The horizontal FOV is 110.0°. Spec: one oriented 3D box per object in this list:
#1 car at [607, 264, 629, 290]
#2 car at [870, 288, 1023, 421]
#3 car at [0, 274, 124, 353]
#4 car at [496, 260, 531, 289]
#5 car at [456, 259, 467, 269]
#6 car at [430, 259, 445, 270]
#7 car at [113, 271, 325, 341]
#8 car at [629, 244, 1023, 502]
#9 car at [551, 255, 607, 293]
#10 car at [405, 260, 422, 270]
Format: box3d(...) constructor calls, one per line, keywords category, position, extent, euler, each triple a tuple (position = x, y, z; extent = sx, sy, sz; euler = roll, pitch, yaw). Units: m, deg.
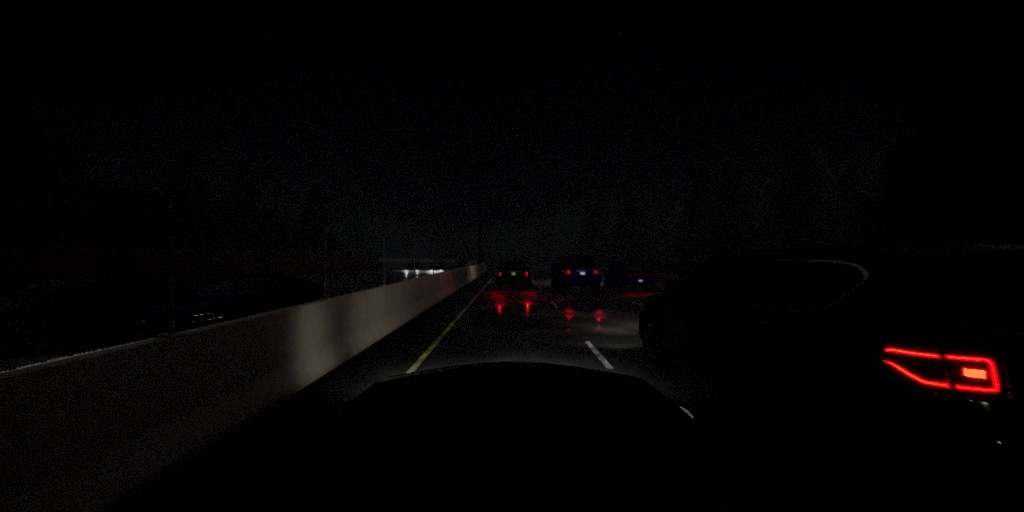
box3d(category="car", position=(7.098, 1.221, 22.248), extent=(1.882, 1.535, 5.008), euler=(0, 0, 0))
box3d(category="car", position=(7.099, 1.275, 3.862), extent=(1.812, 1.442, 4.674), euler=(0, 0, 0))
box3d(category="car", position=(-10.602, 1.252, 8.894), extent=(1.837, 1.490, 4.892), euler=(0, 0, 0))
box3d(category="car", position=(0.097, 1.096, 23.477), extent=(2.097, 1.767, 4.553), euler=(0, 0, 0))
box3d(category="car", position=(-7.618, 1.238, 54.189), extent=(1.882, 1.535, 5.008), euler=(0, 0, -6))
box3d(category="car", position=(-11.095, 1.242, 53.794), extent=(2.128, 1.511, 4.902), euler=(0, 0, -6))
box3d(category="car", position=(-7.103, 1.225, 9.768), extent=(1.882, 1.535, 5.008), euler=(0, 0, 0))
box3d(category="car", position=(3.599, 0.961, 4.793), extent=(2.150, 2.045, 5.566), euler=(0, -1, 0))
box3d(category="car", position=(3.597, 0.967, 20.935), extent=(2.150, 2.045, 5.566), euler=(0, 0, 0))
box3d(category="car", position=(-14.573, 1.294, 53.399), extent=(1.812, 1.442, 4.674), euler=(0, 0, -6))
